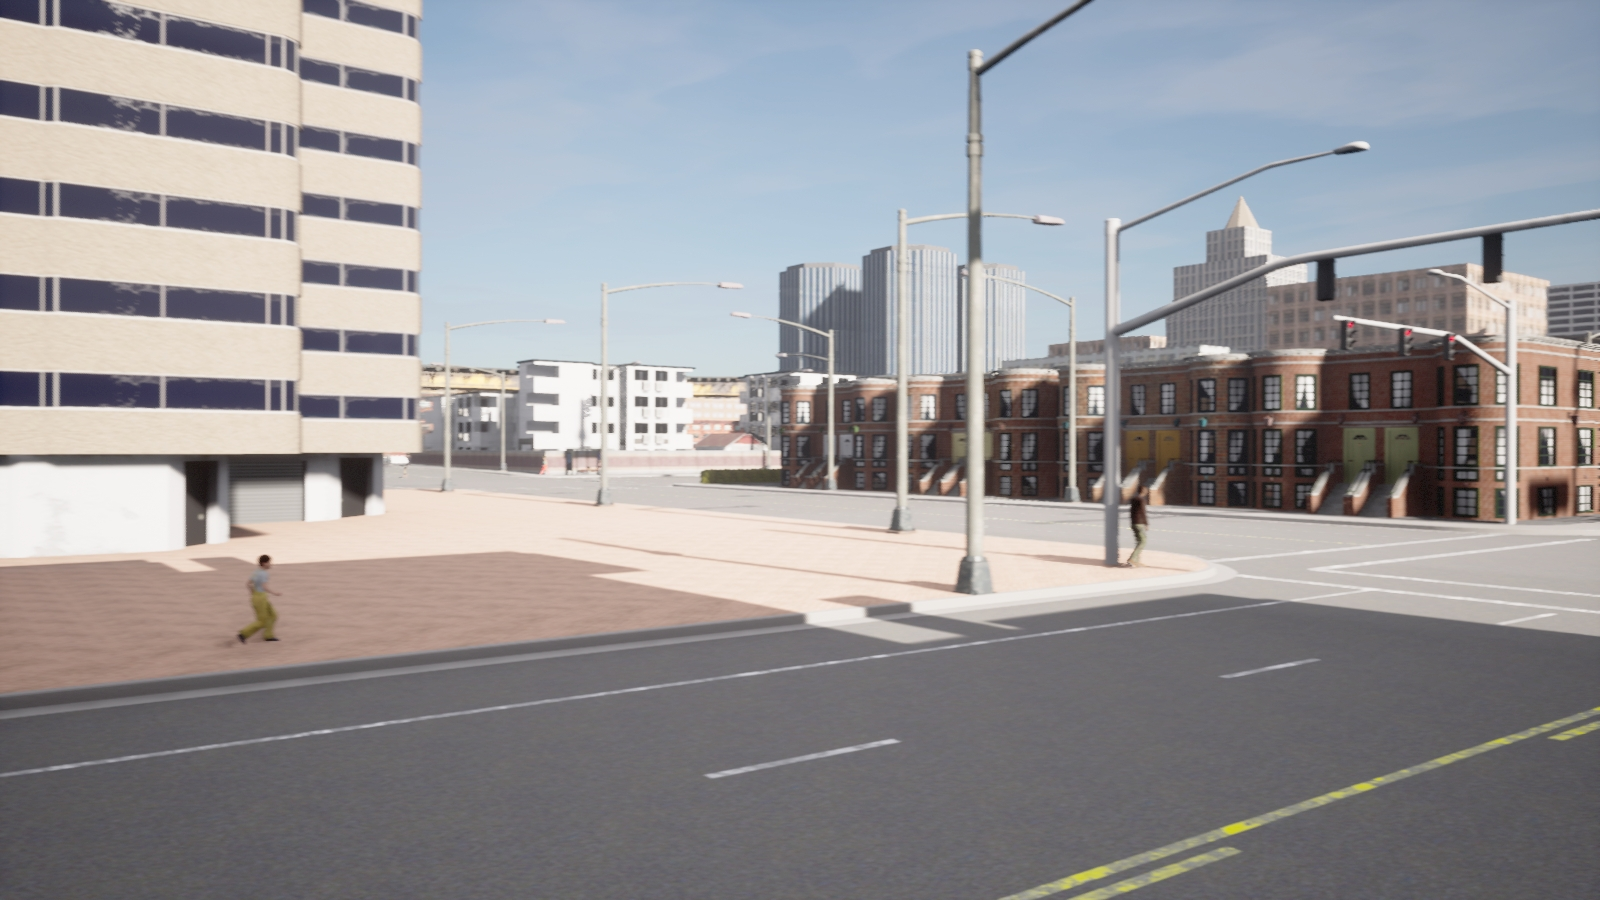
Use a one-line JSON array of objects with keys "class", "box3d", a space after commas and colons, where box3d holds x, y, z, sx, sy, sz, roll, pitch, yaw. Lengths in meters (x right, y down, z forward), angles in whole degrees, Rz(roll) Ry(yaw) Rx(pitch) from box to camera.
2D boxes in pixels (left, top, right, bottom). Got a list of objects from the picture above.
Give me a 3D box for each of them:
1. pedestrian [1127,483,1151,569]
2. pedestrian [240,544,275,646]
[{"class": "pedestrian", "box3d": [7.481, 1.663, 25.211, 0.375, 1.860, 0.375, 0, 0, -14]}, {"class": "pedestrian", "box3d": [-7.294, 1.938, 15.359, 0.375, 1.300, 0.375, 0, 0, -34]}]
